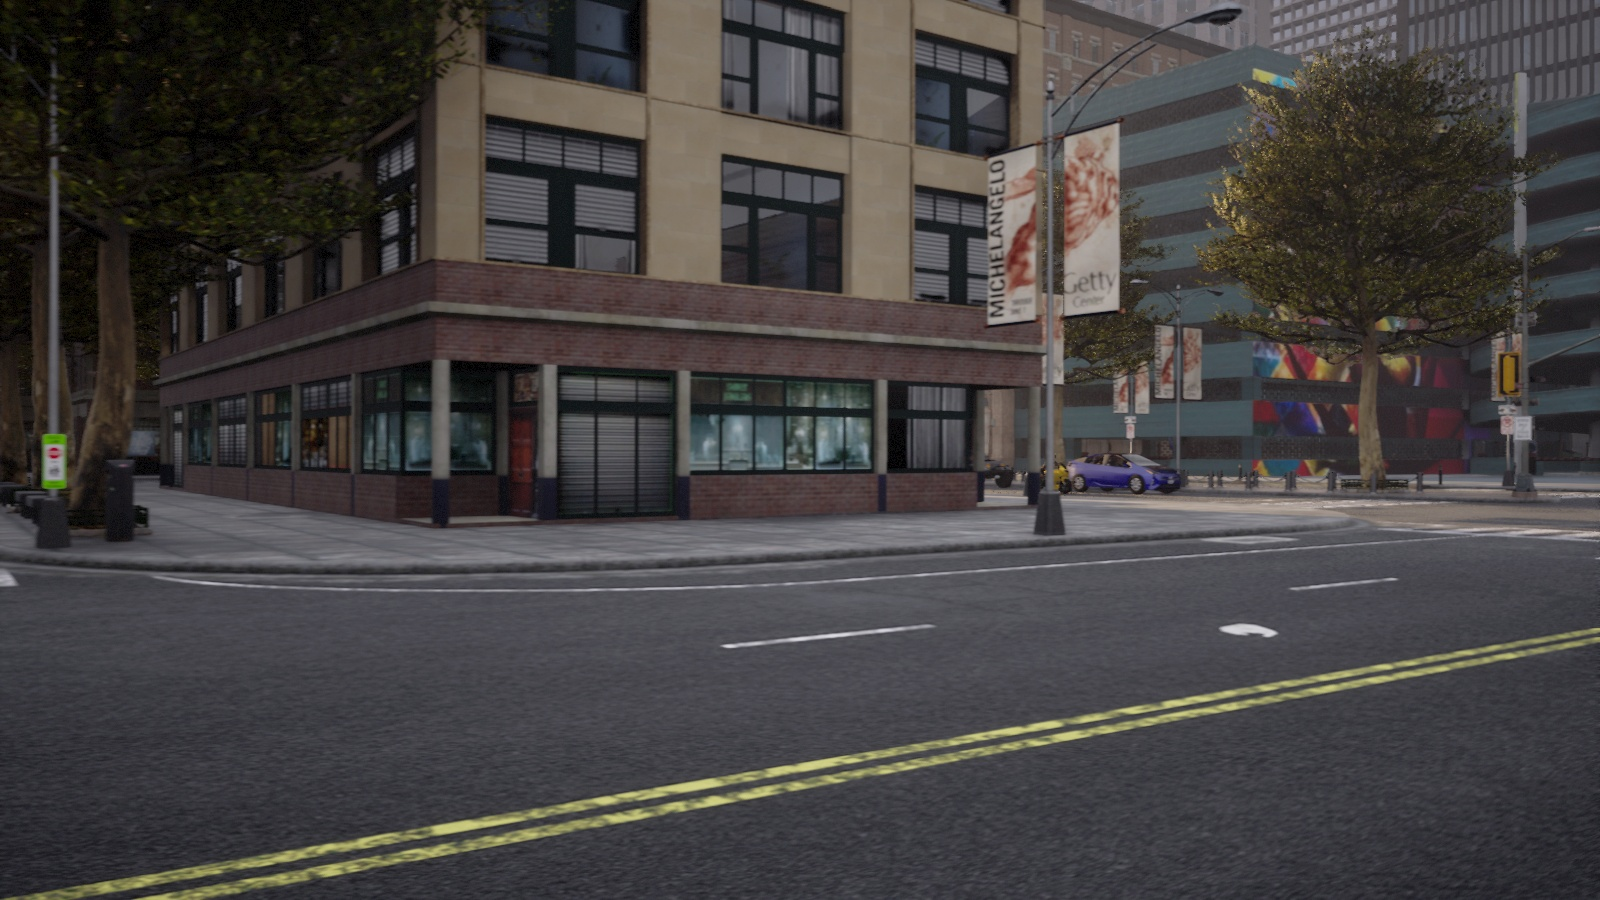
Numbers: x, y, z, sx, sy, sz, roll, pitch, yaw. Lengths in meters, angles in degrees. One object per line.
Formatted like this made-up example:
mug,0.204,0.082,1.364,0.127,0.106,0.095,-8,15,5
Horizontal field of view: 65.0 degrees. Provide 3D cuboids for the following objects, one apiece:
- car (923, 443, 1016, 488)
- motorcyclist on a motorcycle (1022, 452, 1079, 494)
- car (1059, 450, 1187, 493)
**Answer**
car,7.337,0.659,54.588,1.905,1.878,3.866,0,0,-34
motorcyclist on a motorcycle,9.146,0.820,45.913,0.797,1.523,2.044,0,0,-35
car,12.212,0.783,47.720,2.007,1.525,4.514,0,0,-35
